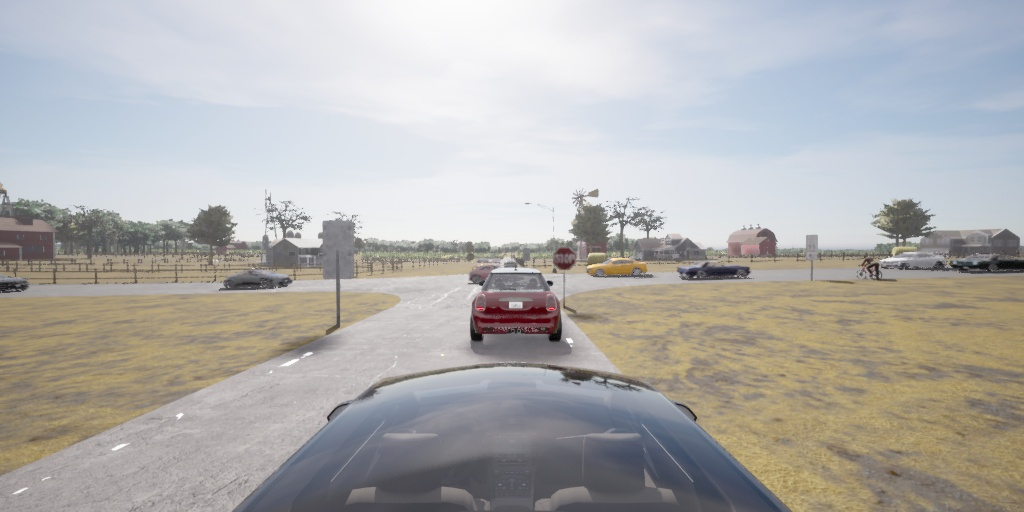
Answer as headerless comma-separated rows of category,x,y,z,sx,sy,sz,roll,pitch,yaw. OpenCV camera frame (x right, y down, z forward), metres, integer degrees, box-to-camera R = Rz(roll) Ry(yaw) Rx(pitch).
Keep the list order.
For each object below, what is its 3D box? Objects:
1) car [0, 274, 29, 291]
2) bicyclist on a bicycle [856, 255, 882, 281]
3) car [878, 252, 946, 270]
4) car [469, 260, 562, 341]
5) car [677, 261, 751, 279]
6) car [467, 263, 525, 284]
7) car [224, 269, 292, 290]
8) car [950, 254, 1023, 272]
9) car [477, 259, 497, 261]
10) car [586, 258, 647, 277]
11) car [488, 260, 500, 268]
car,-39.073,1.962,26.562,5.008,1.535,1.882,-1,1,0
bicyclist on a bicycle,22.792,0.745,22.911,0.582,1.620,1.656,-1,0,0
car,34.037,0.418,30.545,4.674,1.442,1.812,-1,1,0
car,0.110,1.099,10.019,2.097,1.767,4.553,0,0,1
car,15.051,1.006,26.777,4.718,1.301,1.895,-1,1,0
car,-1.141,1.300,26.735,4.181,1.385,1.994,-1,0,0
car,-18.804,1.692,26.640,4.181,1.385,1.994,-1,1,0
car,36.203,0.518,26.861,4.718,1.301,1.895,-1,1,0
car,-3.367,1.107,41.822,2.097,1.767,4.553,0,0,5
car,8.840,0.948,30.448,5.008,1.535,1.882,-2,1,0
car,-3.259,1.348,64.537,1.994,1.385,4.181,0,0,0
